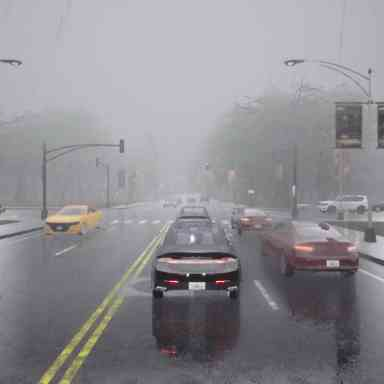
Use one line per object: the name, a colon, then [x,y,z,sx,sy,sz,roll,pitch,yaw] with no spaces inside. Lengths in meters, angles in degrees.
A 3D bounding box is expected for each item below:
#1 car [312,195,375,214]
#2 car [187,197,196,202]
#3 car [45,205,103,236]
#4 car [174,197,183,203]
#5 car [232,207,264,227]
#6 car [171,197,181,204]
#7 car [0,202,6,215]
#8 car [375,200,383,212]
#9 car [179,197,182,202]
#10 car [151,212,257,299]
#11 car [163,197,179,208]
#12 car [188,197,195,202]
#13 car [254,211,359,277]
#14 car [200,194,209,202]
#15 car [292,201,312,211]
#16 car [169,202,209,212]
car: [17.058,1.398,37.567,5.566,2.045,2.150,0,0,-1]
car: [-0.107,1.892,82.514,1.882,1.535,5.008,0,-1,0]
car: [-6.491,1.506,18.800,1.882,1.535,5.008,0,0,0]
car: [-3.357,1.944,81.766,2.033,1.411,5.357,0,-1,0]
car: [3.336,1.554,18.997,1.812,1.442,4.674,0,0,1]
car: [-3.344,1.850,71.289,1.994,1.385,4.181,0,-1,0]
car: [-20.177,1.221,30.536,5.566,2.045,2.150,1,0,-1]
car: [23.945,1.694,40.874,5.008,1.535,1.882,0,0,0]
car: [-3.396,1.705,61.378,2.128,1.511,4.902,0,0,1]
car: [0.089,1.496,8.471,2.128,1.511,4.902,0,0,0]
car: [-3.411,1.759,52.026,1.895,1.301,4.718,0,0,0]
car: [-0.122,1.964,92.967,1.994,1.385,4.181,0,-1,0]
car: [3.333,1.532,10.189,1.812,1.442,4.674,0,0,0]
car: [3.143,1.641,82.584,2.150,2.045,5.566,0,-1,0]
car: [14.813,1.771,40.790,4.718,1.301,1.895,0,0,0]
car: [0.078,1.517,17.879,2.128,1.511,4.902,0,0,0]
